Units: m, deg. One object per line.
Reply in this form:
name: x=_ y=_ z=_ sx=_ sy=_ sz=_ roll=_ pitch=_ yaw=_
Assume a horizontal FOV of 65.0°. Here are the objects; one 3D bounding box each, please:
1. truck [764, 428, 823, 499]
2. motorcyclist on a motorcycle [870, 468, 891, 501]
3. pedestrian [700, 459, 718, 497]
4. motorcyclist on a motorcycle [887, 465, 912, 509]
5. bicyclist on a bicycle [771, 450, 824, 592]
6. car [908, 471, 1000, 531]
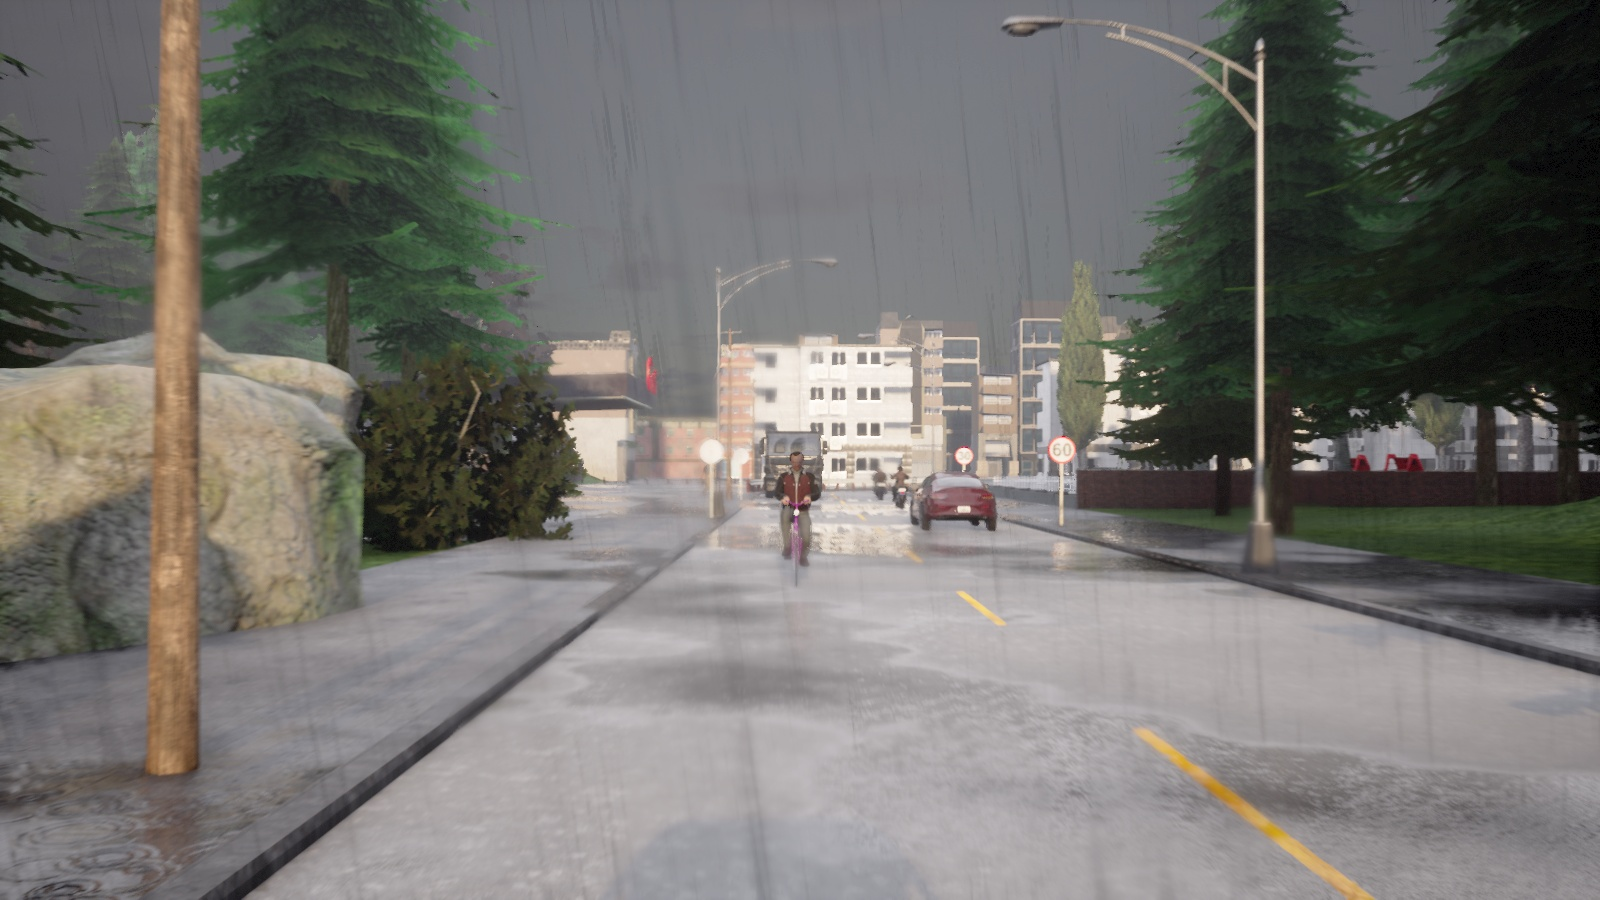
truck: x=-0.269 y=0.715 z=65.208 sx=2.891 sy=3.462 sz=7.936 roll=0 pitch=-1 yaw=1
motorcyclist on a motorcycle: x=3.824 y=1.642 z=59.772 sx=0.866 sy=1.530 sz=2.191 roll=0 pitch=-1 yaw=0
pedestrian: x=-4.536 y=1.388 z=62.605 sx=0.540 sy=1.848 sz=0.694 roll=1 pitch=-1 yaw=-43
motorcyclist on a motorcycle: x=3.863 y=1.406 z=48.697 sx=0.766 sy=1.649 sz=2.350 roll=0 pitch=-1 yaw=0
bicyclist on a bicycle: x=-0.036 y=0.908 z=16.715 sx=0.659 sy=1.776 sz=1.843 roll=0 pitch=-1 yaw=0
car: x=3.920 y=1.264 z=32.646 sx=1.812 sy=1.442 sz=4.674 roll=0 pitch=-1 yaw=0
